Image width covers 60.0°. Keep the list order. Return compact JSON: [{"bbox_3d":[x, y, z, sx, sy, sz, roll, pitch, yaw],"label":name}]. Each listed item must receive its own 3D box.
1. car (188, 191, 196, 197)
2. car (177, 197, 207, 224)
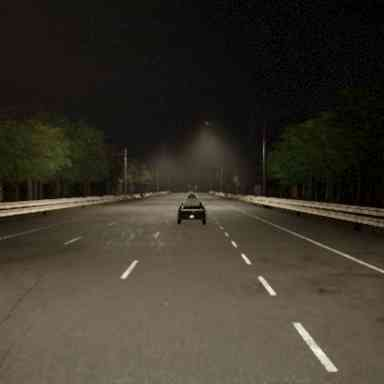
[{"bbox_3d":[-0.018,1.078,84.448,1.994,1.385,4.181,0,0,0],"label":"car"},{"bbox_3d":[-0.006,1.334,23.546,2.128,1.511,4.902,0,0,0],"label":"car"}]
